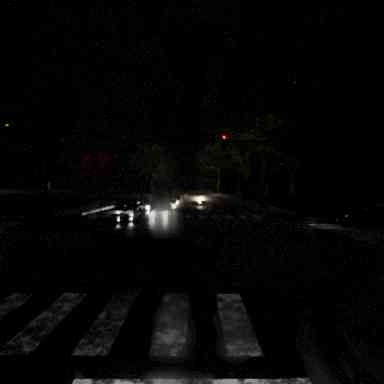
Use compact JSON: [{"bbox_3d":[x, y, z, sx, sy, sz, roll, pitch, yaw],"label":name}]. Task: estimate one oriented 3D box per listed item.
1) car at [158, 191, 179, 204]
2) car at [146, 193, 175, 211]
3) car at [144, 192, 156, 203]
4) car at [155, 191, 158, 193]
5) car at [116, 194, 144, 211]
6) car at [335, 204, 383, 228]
[{"bbox_3d":[-3.113,0.847,44.632,1.882,1.535,5.008,0,1,0],"label":"car"},{"bbox_3d":[-3.081,1.096,33.334,1.994,1.385,4.181,0,1,0],"label":"car"},{"bbox_3d":[-6.362,0.965,44.944,1.895,1.301,4.718,0,1,0],"label":"car"},{"bbox_3d":[-6.369,0.633,59.417,1.882,1.535,5.008,0,1,0],"label":"car"},{"bbox_3d":[-6.337,1.094,33.478,1.994,1.385,4.181,0,1,-1],"label":"car"},{"bbox_3d":[11.526,1.473,20.936,4.674,1.442,1.812,0,0,5],"label":"car"}]
